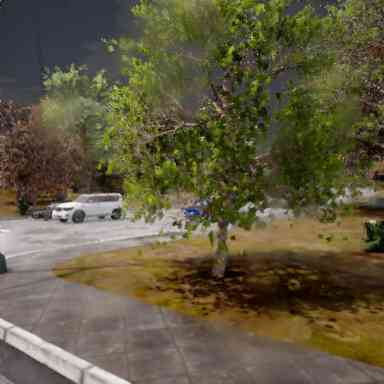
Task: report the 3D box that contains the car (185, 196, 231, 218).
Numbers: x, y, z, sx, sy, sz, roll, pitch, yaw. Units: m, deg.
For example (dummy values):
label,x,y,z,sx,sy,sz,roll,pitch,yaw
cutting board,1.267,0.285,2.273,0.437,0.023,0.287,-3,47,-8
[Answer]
label,x,y,z,sx,sy,sz,roll,pitch,yaw
car,1.535,1.312,25.382,1.882,1.535,5.008,0,1,38

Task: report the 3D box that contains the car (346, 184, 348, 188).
label,x,y,z,sx,sy,sz,roll,pitch,yaw
car,36.668,-1.632,81.407,2.033,1.411,5.357,0,3,8

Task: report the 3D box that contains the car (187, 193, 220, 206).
label,x,y,z,sx,sy,sz,roll,pitch,yaw
car,1.512,0.926,42.374,1.994,1.385,4.181,0,3,39

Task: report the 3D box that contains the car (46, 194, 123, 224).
label,x,y,z,sx,sy,sz,roll,pitch,yaw
car,-7.631,1.160,25.260,2.150,2.045,5.566,0,1,38

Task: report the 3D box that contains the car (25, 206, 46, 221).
label,x,y,z,sx,sy,sz,roll,pitch,yaw
car,-10.608,1.492,27.141,2.033,1.411,5.357,0,1,38
